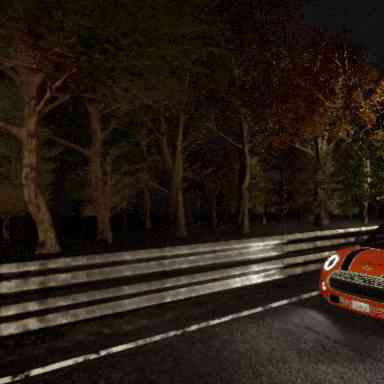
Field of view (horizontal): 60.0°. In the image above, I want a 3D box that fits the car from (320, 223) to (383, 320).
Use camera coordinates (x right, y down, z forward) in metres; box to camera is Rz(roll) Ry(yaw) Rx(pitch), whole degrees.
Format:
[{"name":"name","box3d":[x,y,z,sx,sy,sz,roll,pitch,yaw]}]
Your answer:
[{"name":"car","box3d":[4.766,1.422,7.079,4.553,1.767,2.097,1,0,-35]}]
